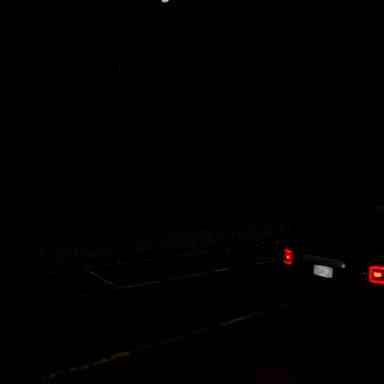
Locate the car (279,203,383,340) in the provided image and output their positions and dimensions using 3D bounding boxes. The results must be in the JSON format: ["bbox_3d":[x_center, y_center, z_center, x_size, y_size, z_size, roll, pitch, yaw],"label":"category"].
[{"bbox_3d":[4.063,1.221,6.332,5.566,2.045,2.150,0,0,-36],"label":"car"}]
